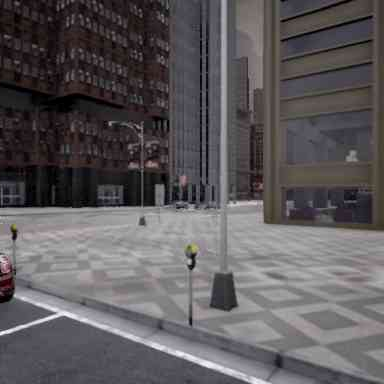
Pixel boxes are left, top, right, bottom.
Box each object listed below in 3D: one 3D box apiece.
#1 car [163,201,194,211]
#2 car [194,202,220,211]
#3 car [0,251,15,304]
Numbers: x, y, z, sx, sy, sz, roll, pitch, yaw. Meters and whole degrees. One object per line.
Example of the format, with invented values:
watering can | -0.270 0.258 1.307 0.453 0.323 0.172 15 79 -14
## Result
car | -2.435 2.101 51.571 2.128 1.511 4.902 0 -1 36
car | 2.410 2.216 52.755 2.033 1.411 5.357 0 -1 36
car | -5.499 1.439 6.886 4.097 1.590 1.967 0 0 36
